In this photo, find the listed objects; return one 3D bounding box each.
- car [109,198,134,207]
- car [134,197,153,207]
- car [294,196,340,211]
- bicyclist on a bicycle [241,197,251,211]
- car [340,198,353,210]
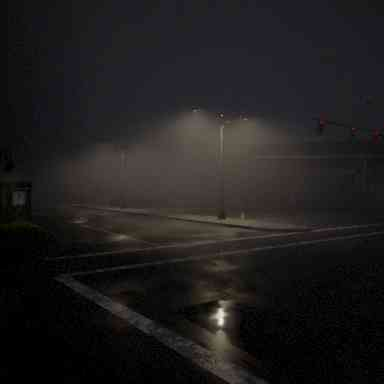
[{"bbox_3d":[-11.061,1.564,50.741,1.994,1.385,4.181,0,0,-35],"label":"car"},{"bbox_3d":[-8.196,1.547,52.752,2.033,1.411,5.357,0,0,-35],"label":"car"},{"bbox_3d":[13.923,1.295,38.125,2.242,1.667,4.611,0,0,-35],"label":"car"},{"bbox_3d":[6.346,1.430,39.768,1.656,1.620,0.582,-6,-7,-37],"label":"bicyclist on a bicycle"},{"bbox_3d":[18.189,1.456,42.048,1.970,1.475,3.806,0,0,-35],"label":"car"}]
